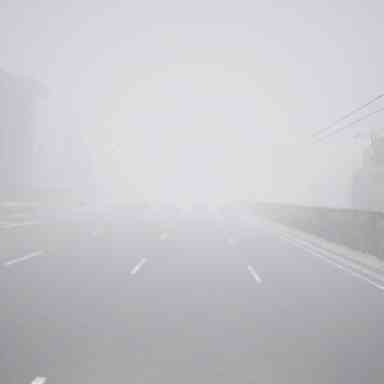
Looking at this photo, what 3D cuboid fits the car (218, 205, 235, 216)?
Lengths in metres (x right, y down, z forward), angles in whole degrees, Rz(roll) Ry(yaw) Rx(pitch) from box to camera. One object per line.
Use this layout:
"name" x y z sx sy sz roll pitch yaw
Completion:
"car" 4.503 2.319 43.860 1.895 1.301 4.718 4 -1 1

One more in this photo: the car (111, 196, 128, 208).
"car" -9.445 1.332 44.727 1.812 1.442 4.674 4 0 1

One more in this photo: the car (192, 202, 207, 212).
"car" 1.090 2.091 47.327 1.994 1.385 4.181 4 0 1

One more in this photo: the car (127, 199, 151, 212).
"car" -6.065 1.584 39.921 1.895 1.301 4.718 4 -1 1

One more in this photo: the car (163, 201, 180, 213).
"car" -2.529 1.836 41.817 1.895 1.301 4.718 4 -1 1
